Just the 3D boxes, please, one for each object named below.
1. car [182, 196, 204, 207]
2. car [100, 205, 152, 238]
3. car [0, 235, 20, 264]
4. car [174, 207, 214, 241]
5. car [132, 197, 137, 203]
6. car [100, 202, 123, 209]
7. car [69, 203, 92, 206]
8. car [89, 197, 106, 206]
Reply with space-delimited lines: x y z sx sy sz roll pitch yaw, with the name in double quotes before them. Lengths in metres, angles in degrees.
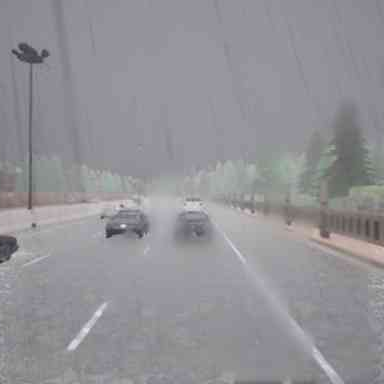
"car" 0.099 1.419 35.950 2.150 2.045 5.566 0 0 0
"car" -3.402 1.663 18.485 1.994 1.385 4.181 0 0 0
"car" -6.903 1.592 9.085 2.033 1.411 5.357 0 0 0
"car" 0.083 1.695 17.340 1.895 1.301 4.718 0 0 0
"car" -14.679 2.004 82.932 1.895 1.301 4.718 0 0 -1
"car" -6.915 1.685 29.963 1.812 1.442 4.674 0 0 0
"car" -14.045 1.564 40.638 2.097 1.767 4.553 0 0 1
"car" -17.607 1.805 62.248 1.882 1.535 5.008 0 0 -1
